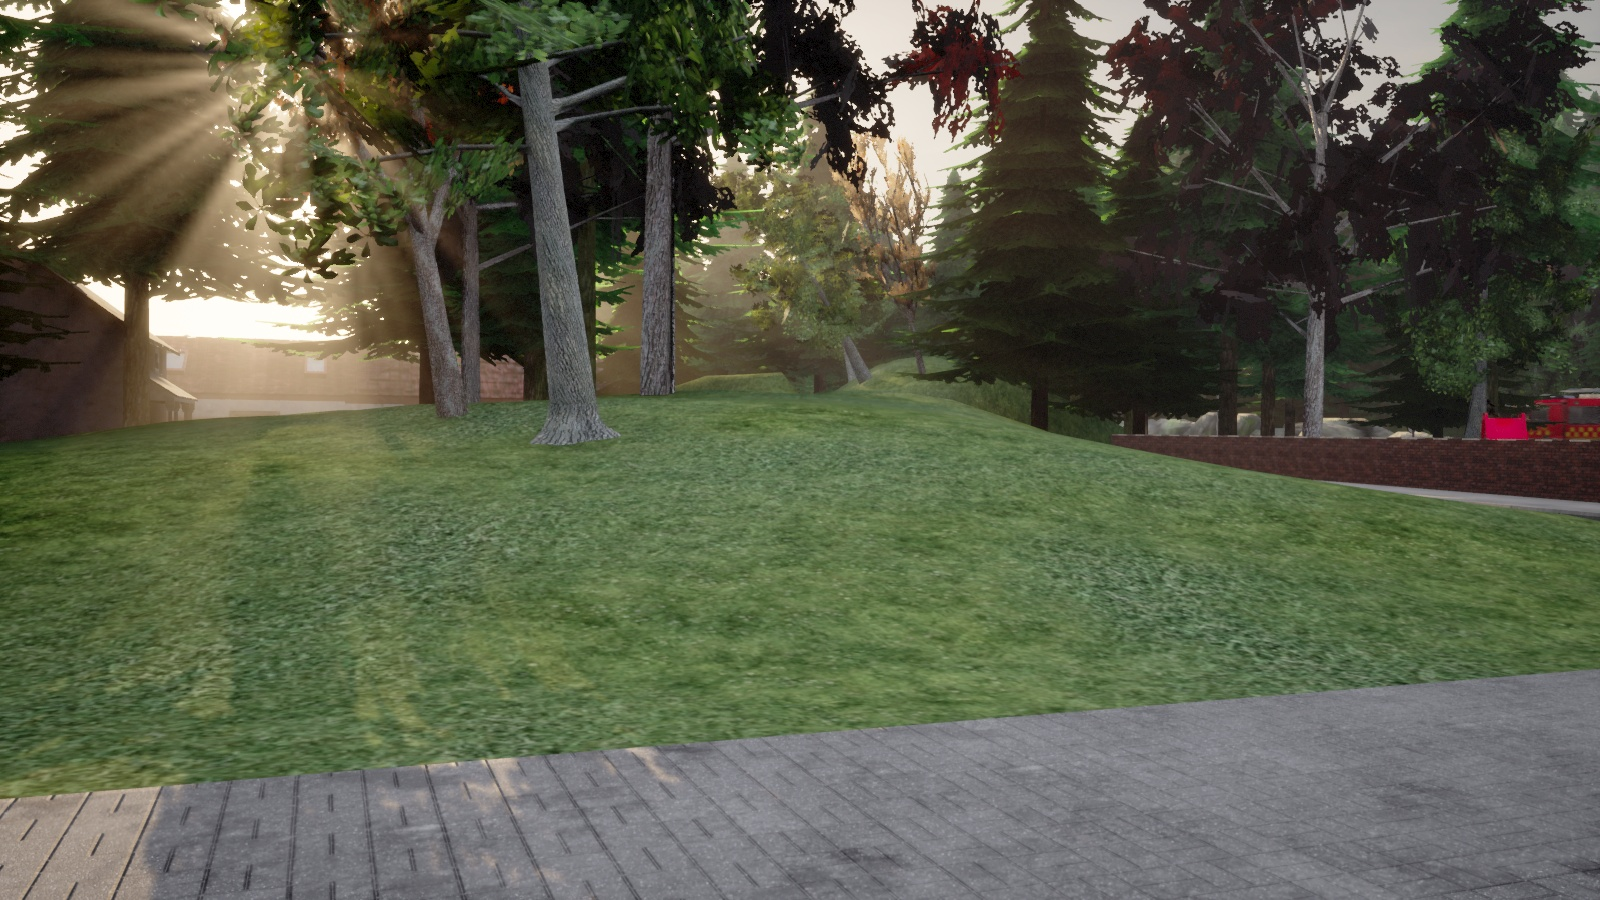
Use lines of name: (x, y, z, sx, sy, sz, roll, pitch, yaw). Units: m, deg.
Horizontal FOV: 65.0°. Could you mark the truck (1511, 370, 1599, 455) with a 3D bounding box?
truck: (37.250, -1.701, 57.283, 2.891, 3.827, 8.468, -1, 1, -21)
